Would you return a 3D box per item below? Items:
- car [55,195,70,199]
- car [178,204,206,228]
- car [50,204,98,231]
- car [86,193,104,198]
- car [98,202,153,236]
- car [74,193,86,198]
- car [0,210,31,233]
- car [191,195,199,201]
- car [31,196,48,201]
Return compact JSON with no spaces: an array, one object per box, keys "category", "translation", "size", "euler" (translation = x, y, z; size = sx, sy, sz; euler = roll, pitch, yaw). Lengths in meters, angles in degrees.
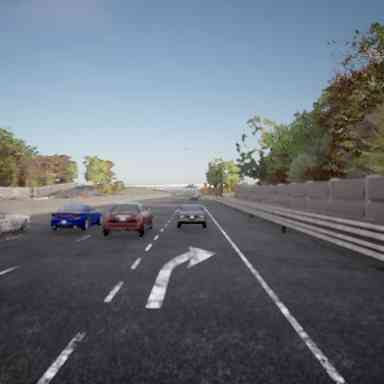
[{"category":"car","translation":[-27.991,1.396,71.970],"size":[1.837,1.490,4.892],"euler":[0,0,0]},{"category":"car","translation":[0.002,1.537,22.306],"size":[2.033,1.411,5.357],"euler":[0,0,0]},{"category":"car","translation":[-6.895,1.467,20.389],"size":[1.882,1.535,5.008],"euler":[0,0,0]},{"category":"car","translation":[-20.991,1.287,73.734],"size":[2.150,2.045,5.566],"euler":[0,0,0]},{"category":"car","translation":[-3.399,1.342,18.470],"size":[2.097,1.767,4.553],"euler":[0,0,0]},{"category":"car","translation":[-24.491,1.287,73.734],"size":[2.150,2.045,5.566],"euler":[0,0,0]},{"category":"car","translation":[-10.396,1.591,17.475],"size":[1.895,1.301,4.718],"euler":[0,0,0]},{"category":"car","translation":[0.886,1.643,90.982],"size":[1.812,1.442,4.674],"euler":[0,0,8]},{"category":"car","translation":[-31.492,1.499,68.701],"size":[1.812,1.442,4.674],"euler":[0,0,0]}]
